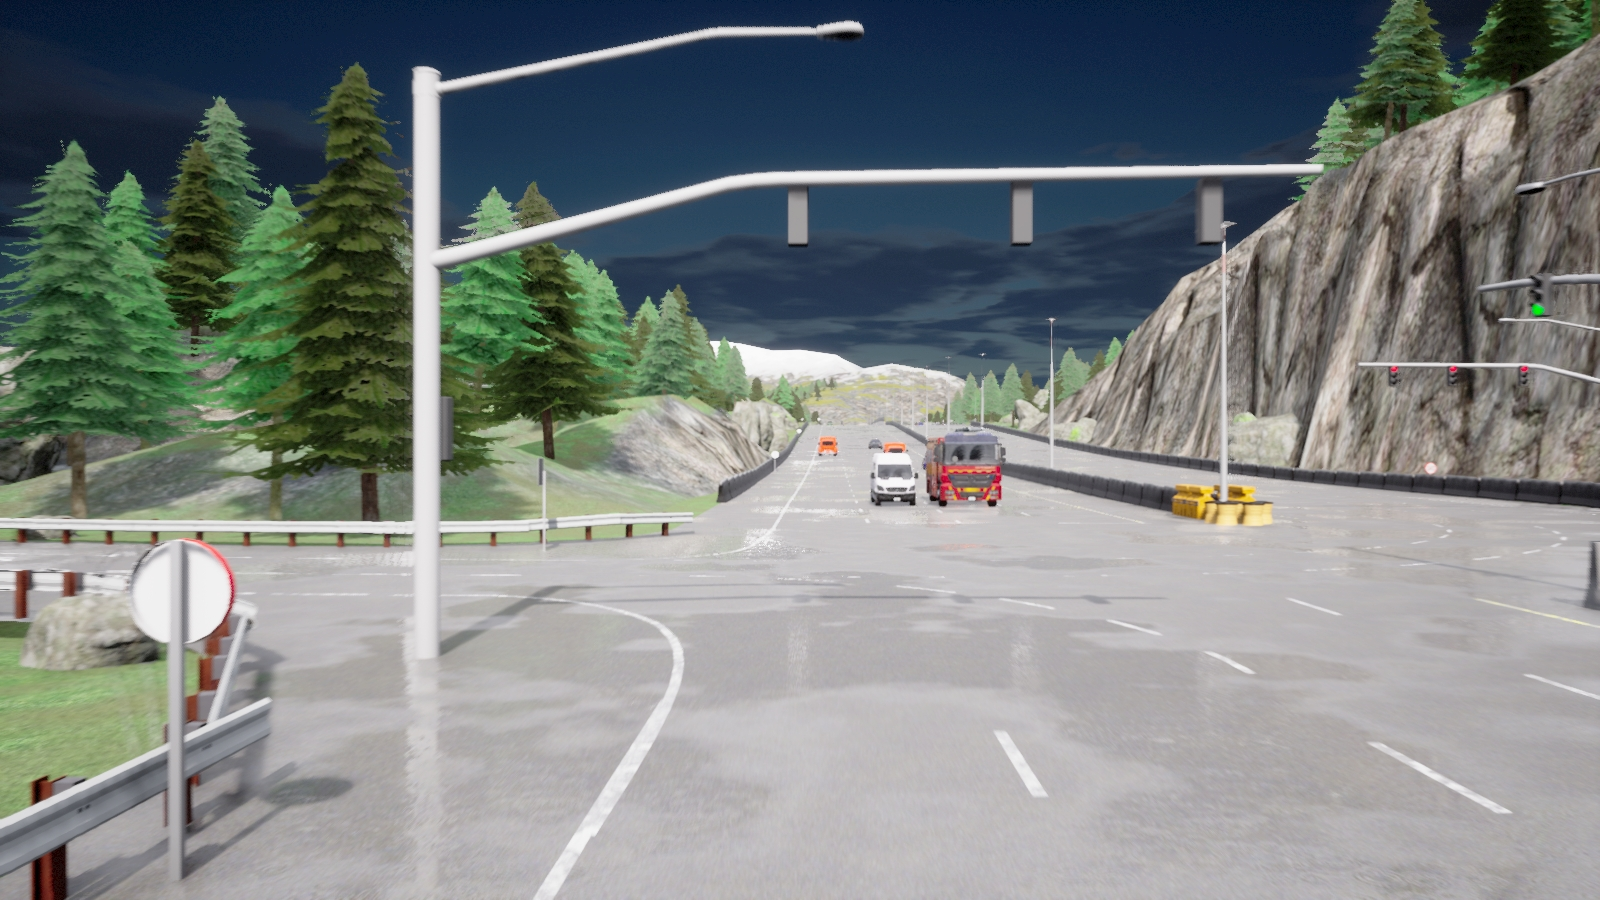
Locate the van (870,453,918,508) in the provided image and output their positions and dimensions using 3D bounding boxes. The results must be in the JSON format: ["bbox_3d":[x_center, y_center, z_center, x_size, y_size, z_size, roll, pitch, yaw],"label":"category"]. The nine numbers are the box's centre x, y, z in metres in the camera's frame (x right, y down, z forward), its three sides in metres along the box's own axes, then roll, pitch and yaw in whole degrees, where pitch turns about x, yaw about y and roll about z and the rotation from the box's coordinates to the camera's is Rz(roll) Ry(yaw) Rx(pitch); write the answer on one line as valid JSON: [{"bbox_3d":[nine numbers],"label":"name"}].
[{"bbox_3d":[4.660,1.459,57.537,1.988,2.561,5.915,0,0,0],"label":"van"}]

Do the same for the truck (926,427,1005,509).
[{"bbox_3d":[8.167,0.815,57.365,2.891,3.827,8.468,0,0,1],"label":"truck"}]
